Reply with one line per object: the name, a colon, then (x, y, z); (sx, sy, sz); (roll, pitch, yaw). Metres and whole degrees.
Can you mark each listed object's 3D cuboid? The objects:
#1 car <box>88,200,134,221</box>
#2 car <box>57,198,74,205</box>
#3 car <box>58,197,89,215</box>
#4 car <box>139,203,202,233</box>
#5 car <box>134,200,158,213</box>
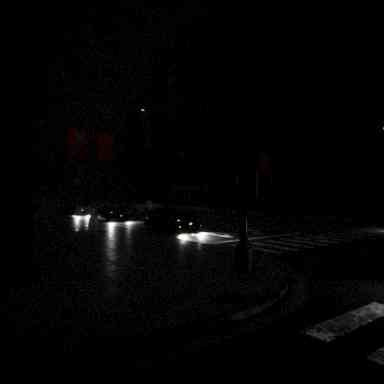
car: (-6.971, 1.618, 28.312); (1.812, 1.442, 4.674); (0, 0, -36)
car: (-24.294, 1.850, 63.894); (1.895, 1.301, 4.718); (0, 0, -36)
car: (-12.737, 1.622, 36.348); (2.128, 1.511, 4.902); (0, 0, -35)
car: (-1.236, 1.618, 20.324); (1.994, 1.385, 4.181); (0, 0, -36)
car: (-4.864, 1.652, 36.858); (1.812, 1.442, 4.674); (0, 0, -36)
